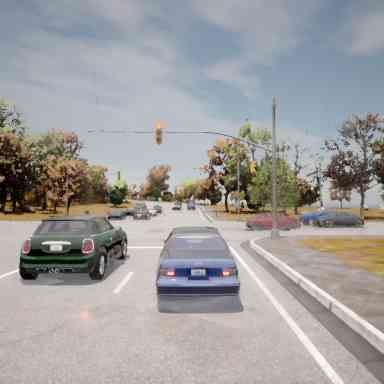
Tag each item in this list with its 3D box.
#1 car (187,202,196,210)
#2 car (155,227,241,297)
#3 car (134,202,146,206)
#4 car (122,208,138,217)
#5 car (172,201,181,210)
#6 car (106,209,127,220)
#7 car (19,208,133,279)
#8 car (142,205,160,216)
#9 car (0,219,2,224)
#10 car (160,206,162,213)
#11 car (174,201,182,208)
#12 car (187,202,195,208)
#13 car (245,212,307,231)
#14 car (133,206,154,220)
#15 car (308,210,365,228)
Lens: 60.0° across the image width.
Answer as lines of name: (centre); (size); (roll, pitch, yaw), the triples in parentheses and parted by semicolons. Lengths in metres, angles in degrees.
car: (-0.135, 3.474, 77.803); (1.812, 1.442, 4.674); (0, 0, 0)
car: (0.077, 1.647, 8.925); (2.033, 1.411, 5.357); (0, -1, -1)
car: (-10.620, 3.211, 68.270); (2.150, 2.045, 5.566); (0, 0, 0)
car: (-10.683, 3.510, 57.512); (1.895, 1.301, 4.718); (0, -1, 0)
car: (-3.636, 3.546, 77.862); (1.895, 1.301, 4.718); (0, 0, 0)
car: (-10.715, 3.213, 47.636); (2.033, 1.411, 5.357); (0, -2, -3)
car: (-3.434, 1.487, 10.543); (2.097, 1.767, 4.553); (0, -1, 0)
car: (-7.180, 3.438, 57.720); (1.812, 1.442, 4.674); (0, -1, 0)
car: (-18.403, 2.395, 27.568); (4.718, 1.301, 1.895); (0, -3, 10)
car: (-7.131, 3.495, 68.010); (1.837, 1.490, 4.892); (0, 0, 0)
car: (-3.747, 3.257, 87.894); (1.837, 1.490, 4.892); (0, 0, -3)
car: (-0.248, 3.314, 87.985); (1.994, 1.385, 4.181); (0, 0, -3)
car: (6.273, 2.278, 25.859); (4.181, 1.385, 1.994); (0, -3, -1)
car: (-7.173, 3.163, 47.829); (2.128, 1.511, 4.902); (0, -2, 1)
car: (13.023, 2.453, 29.657); (4.181, 1.385, 1.994); (0, -3, -2)
